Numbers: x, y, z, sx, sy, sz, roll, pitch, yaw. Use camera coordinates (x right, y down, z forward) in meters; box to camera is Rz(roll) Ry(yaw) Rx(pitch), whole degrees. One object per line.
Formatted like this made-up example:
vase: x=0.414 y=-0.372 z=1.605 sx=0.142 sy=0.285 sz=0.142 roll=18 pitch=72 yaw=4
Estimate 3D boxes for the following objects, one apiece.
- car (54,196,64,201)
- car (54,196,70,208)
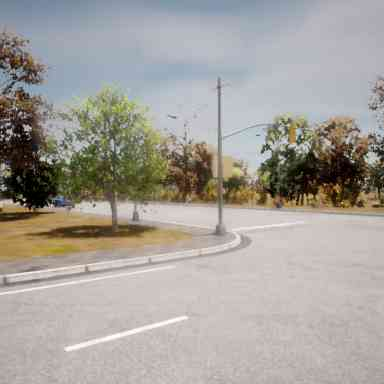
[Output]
car: x=-35.470 y=1.717 z=88.618 sx=1.895 sy=1.301 sz=4.718 roll=-1 pitch=0 yaw=-28
car: x=-17.972 y=1.431 z=46.800 sx=1.882 sy=1.535 sz=5.008 roll=-1 pitch=0 yaw=-38
